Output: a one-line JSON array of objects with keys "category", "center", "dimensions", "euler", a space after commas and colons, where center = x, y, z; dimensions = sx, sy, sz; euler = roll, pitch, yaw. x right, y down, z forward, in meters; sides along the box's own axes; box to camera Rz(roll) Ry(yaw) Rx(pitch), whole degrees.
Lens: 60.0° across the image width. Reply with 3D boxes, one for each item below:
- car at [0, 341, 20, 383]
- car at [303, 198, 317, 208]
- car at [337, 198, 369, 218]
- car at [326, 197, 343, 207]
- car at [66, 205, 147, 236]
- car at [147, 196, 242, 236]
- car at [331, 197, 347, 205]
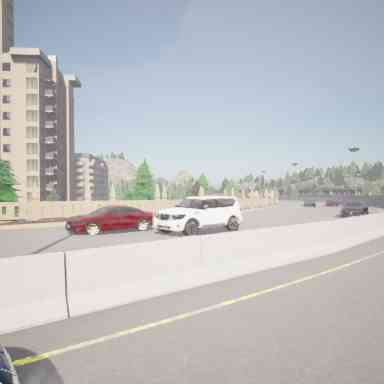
[{"category": "car", "center": [-3.281, 1.352, 1.540], "dimensions": [4.553, 1.767, 2.097], "euler": [0, 0, -35]}, {"category": "car", "center": [18.870, 1.741, 53.143], "dimensions": [2.033, 1.411, 5.357], "euler": [0, 0, 20]}, {"category": "car", "center": [14.801, 1.573, 30.147], "dimensions": [1.837, 1.490, 4.892], "euler": [0, 0, 34]}, {"category": "car", "center": [22.836, 1.790, 53.927], "dimensions": [1.895, 1.301, 4.718], "euler": [0, 0, 19]}, {"category": "car", "center": [-4.477, 1.492, 18.710], "dimensions": [5.008, 1.535, 1.882], "euler": [0, 0, -42]}, {"category": "car", "center": [0.524, 1.241, 18.547], "dimensions": [5.566, 2.045, 2.150], "euler": [0, 0, -44]}, {"category": "car", "center": [30.016, 1.731, 68.020], "dimensions": [1.882, 1.535, 5.008], "euler": [0, 0, 9]}]
